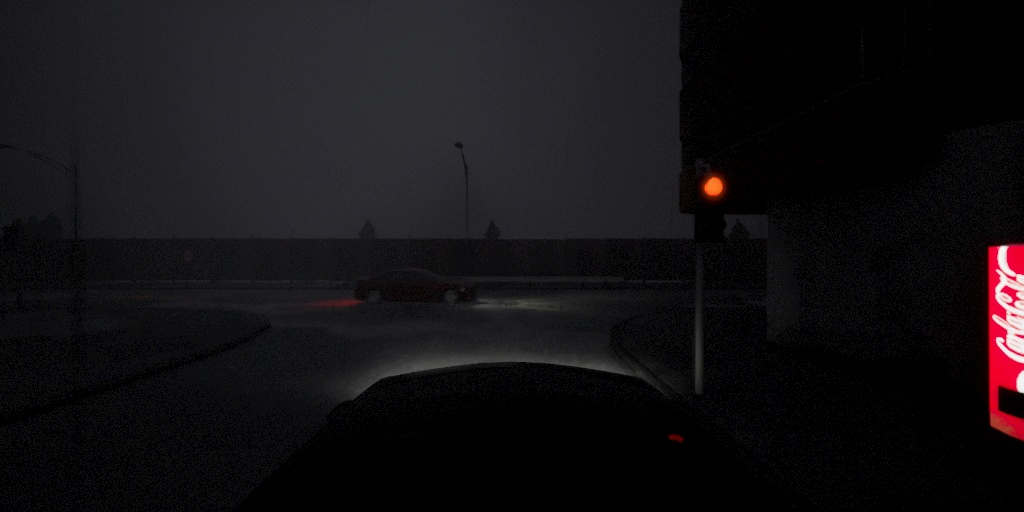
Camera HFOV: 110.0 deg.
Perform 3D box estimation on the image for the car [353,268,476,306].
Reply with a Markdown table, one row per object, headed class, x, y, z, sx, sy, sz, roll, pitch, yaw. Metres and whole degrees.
| class | x | y | z | sx | sy | sz | roll | pitch | yaw |
| --- | --- | --- | --- | --- | --- | --- | --- | --- | --- |
| car | -4.026 | 1.278 | 15.182 | 5.008 | 1.535 | 1.882 | 0 | 0 | 0 |
